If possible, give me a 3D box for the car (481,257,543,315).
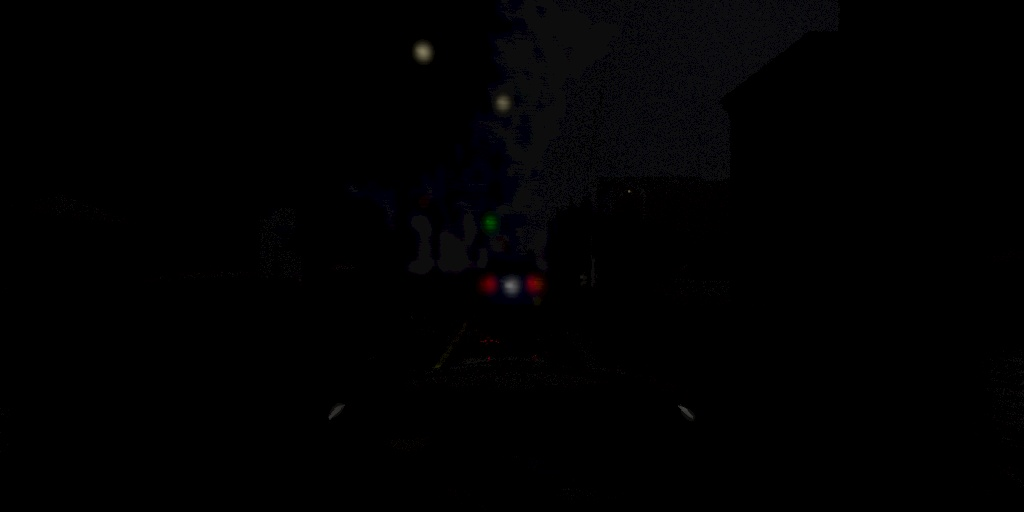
[{"bbox_3d":[0.011,1.098,14.416,2.150,2.045,5.566,0,0,0],"label":"car"}]
